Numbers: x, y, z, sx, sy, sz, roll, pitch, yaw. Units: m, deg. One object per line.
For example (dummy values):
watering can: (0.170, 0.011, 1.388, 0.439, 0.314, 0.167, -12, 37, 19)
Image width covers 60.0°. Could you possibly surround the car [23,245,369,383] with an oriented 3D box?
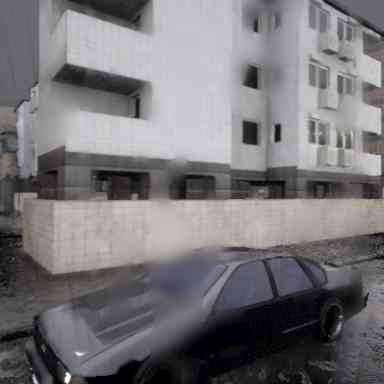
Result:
car: (0.551, 1.577, 4.992, 5.357, 1.411, 2.033, 1, 0, -36)
